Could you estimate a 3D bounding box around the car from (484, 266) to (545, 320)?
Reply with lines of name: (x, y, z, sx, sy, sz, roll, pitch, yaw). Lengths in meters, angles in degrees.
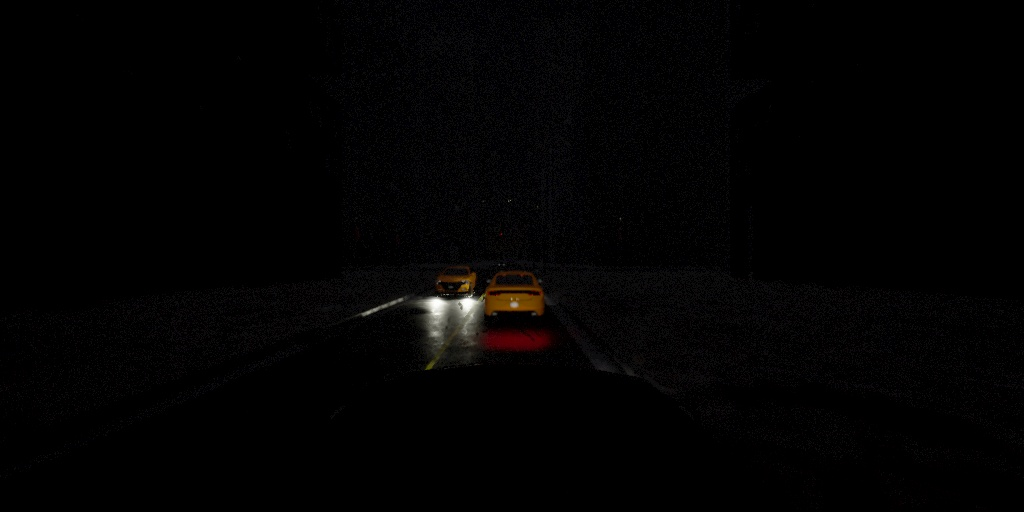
car: (0.082, 1.277, 12.895, 1.882, 1.535, 5.008, 0, 0, 0)

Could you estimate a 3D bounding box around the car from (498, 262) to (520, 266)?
car: (0.081, 1.407, 27.552, 2.033, 1.411, 5.357, 0, 0, 0)

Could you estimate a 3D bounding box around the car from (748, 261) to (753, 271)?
car: (36.718, 1.361, 50.504, 4.892, 1.490, 1.837, 0, 0, 0)

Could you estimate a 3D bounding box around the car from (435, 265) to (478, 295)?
car: (-3.101, 1.310, 20.693, 1.882, 1.535, 5.008, 0, 0, 0)
